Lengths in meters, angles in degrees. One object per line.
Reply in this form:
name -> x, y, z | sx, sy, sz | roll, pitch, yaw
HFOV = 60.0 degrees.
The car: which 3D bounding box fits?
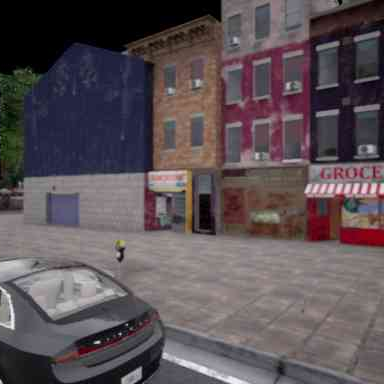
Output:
car -> -2.364, 1.583, 4.487 | 4.403, 1.369, 2.008 | -1, 0, 36
